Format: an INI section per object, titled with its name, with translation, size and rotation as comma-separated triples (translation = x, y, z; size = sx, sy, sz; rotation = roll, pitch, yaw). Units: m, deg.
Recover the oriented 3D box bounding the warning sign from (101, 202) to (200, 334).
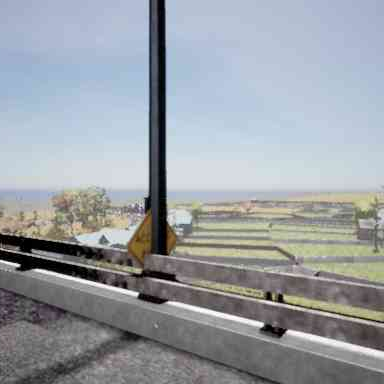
[warning sign]
translation = -0.672, 1.127, 5.646
size = 1.060, 1.860, 1.300
rotation = 0, 0, 36
